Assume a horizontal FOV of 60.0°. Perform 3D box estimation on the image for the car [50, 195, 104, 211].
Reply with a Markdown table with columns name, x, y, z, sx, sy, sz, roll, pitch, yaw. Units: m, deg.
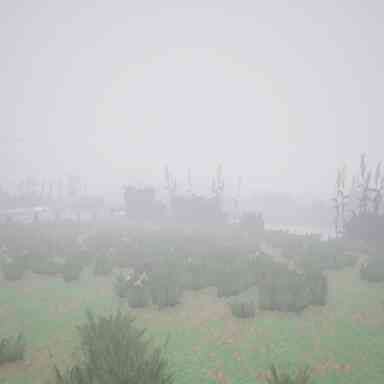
| name | x | y | z | sx | sy | sz | roll | pitch | yaw |
| --- | --- | --- | --- | --- | --- | --- | --- | --- | --- |
| car | -10.355 | 1.107 | 30.306 | 1.837 | 1.490 | 4.892 | 0 | 3 | 41 |

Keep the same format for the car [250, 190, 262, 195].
| name | x | y | z | sx | sy | sz | roll | pitch | yaw |
| --- | --- | --- | --- | --- | --- | --- | --- | --- | --- |
| car | 10.346 | 0.765 | 47.434 | 2.150 | 2.045 | 5.566 | 0 | -2 | 44 |
